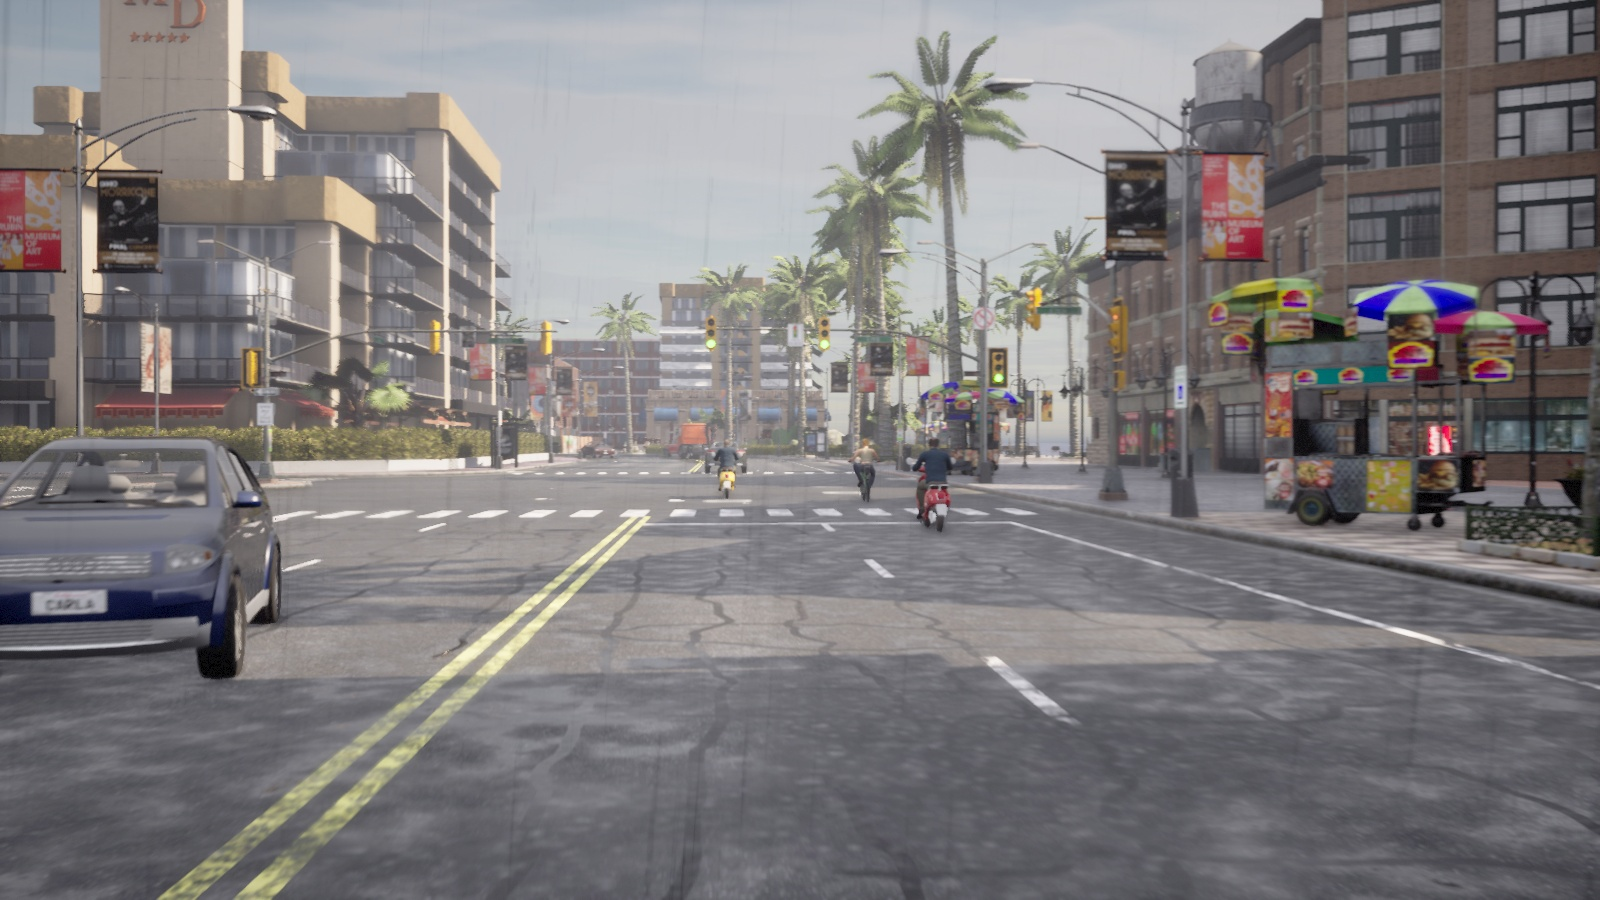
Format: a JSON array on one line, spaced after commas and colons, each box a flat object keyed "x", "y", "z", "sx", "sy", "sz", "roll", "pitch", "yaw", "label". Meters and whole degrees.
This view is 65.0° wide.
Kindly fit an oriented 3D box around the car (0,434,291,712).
[{"x": -4.713, "y": 0.675, "z": 8.849, "sx": 1.789, "sy": 1.549, "sz": 3.705, "roll": 0, "pitch": 0, "yaw": -17, "label": "car"}]

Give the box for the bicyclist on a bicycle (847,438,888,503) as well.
[{"x": 1.695, "y": 0.503, "z": 31.833, "sx": 0.866, "sy": 1.612, "sz": 1.509, "roll": 0, "pitch": 0, "yaw": -3, "label": "bicyclist on a bicycle"}]

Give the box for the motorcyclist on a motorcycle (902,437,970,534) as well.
[{"x": 2.310, "y": 0.579, "z": 21.514, "sx": 0.866, "sy": 1.590, "sz": 1.817, "roll": 0, "pitch": 0, "yaw": -3, "label": "motorcyclist on a motorcycle"}]

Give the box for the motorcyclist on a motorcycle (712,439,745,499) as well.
[{"x": -1.968, "y": 0.505, "z": 34.570, "sx": 0.866, "sy": 1.590, "sz": 1.817, "roll": 0, "pitch": 0, "yaw": -3, "label": "motorcyclist on a motorcycle"}]

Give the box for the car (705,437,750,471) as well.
[{"x": -3.674, "y": 0.166, "z": 63.698, "sx": 2.152, "sy": 1.651, "sz": 5.027, "roll": 0, "pitch": 0, "yaw": -3, "label": "car"}]
